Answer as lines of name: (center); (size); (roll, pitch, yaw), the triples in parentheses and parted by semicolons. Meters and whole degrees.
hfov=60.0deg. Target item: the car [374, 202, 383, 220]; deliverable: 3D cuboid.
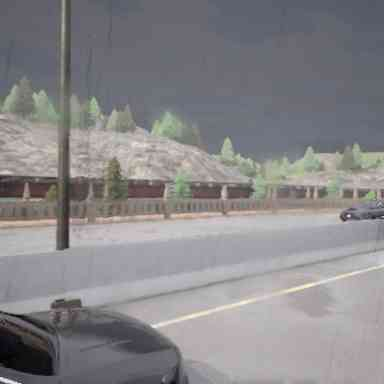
car: (15.268, 1.583, 22.923); (5.357, 1.411, 2.033); (0, 0, -31)

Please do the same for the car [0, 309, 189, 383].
car: (-2.262, 1.504, 2.133); (4.892, 1.490, 1.837); (0, 0, -35)

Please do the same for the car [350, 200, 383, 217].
car: (17.927, 1.549, 32.260); (4.902, 1.511, 2.128); (0, 0, -27)

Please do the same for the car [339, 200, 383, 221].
car: (13.407, 1.603, 25.784); (4.181, 1.385, 1.994); (0, 0, -30)
